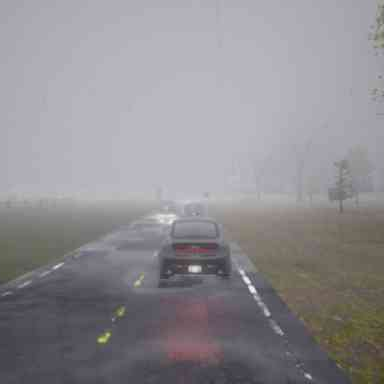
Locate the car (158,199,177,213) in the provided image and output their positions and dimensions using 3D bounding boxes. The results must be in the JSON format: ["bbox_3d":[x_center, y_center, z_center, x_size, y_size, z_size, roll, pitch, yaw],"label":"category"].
[{"bbox_3d":[-2.700,1.552,37.207,2.128,1.511,4.902,0,0,0],"label":"car"}]

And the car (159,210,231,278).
[{"bbox_3d":[0.093,1.526,10.175,1.837,1.490,4.892,0,0,1],"label":"car"}]

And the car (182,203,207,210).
[{"bbox_3d":[0.158,1.593,25.813,2.033,1.411,5.357,0,0,1],"label":"car"}]
